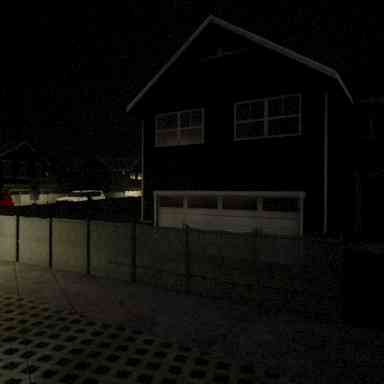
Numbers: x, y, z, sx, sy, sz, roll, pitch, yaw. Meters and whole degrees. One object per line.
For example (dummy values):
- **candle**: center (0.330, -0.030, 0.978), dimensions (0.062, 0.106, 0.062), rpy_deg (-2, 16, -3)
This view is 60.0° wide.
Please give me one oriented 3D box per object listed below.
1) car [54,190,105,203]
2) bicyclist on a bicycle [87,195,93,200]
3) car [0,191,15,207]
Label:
- **car**: center (-10.849, 0.863, 32.607), dimensions (2.150, 2.045, 5.566), rpy_deg (0, 1, 25)
- **bicyclist on a bicycle**: center (-7.784, 1.047, 25.400), dimensions (1.656, 1.620, 0.582), rpy_deg (0, 1, 27)
- **car**: center (-15.375, 0.994, 23.386), dimensions (2.150, 2.045, 5.566), rpy_deg (0, 1, 26)
